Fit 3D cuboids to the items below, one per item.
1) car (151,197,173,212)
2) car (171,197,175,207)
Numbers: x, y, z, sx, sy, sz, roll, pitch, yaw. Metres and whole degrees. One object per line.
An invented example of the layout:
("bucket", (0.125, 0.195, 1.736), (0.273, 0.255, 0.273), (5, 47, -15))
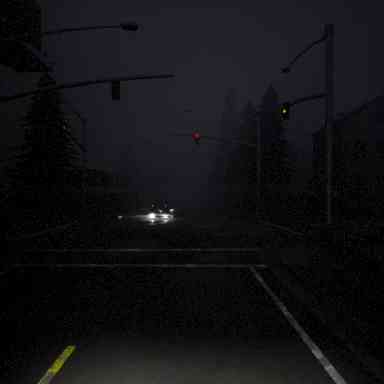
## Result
("car", (-3.579, 1.601, 38.185), (1.895, 1.301, 4.718), (0, 0, 0))
("car", (-3.557, 1.505, 48.310), (1.837, 1.490, 4.892), (0, 0, 0))
